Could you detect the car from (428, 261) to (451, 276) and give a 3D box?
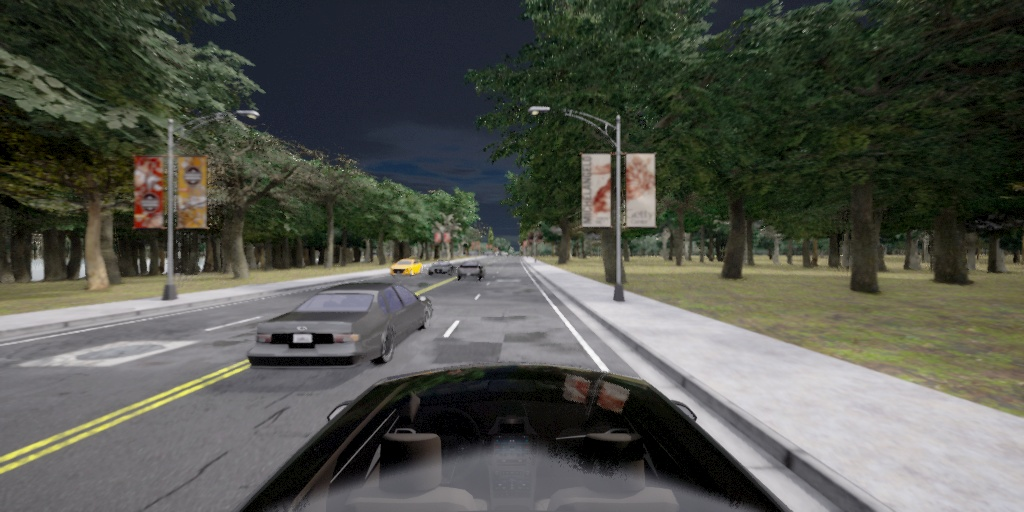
[{"bbox_3d":[-6.500,1.142,33.649,1.994,1.385,4.181,0,0,1],"label":"car"}]

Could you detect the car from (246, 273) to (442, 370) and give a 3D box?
[{"bbox_3d":[-3.156,1.281,7.912,2.033,1.411,5.357,0,0,0],"label":"car"}]

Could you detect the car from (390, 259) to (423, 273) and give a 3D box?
[{"bbox_3d":[-9.752,1.060,33.377,1.882,1.535,5.008,0,0,1],"label":"car"}]

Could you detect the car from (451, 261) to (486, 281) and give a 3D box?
[{"bbox_3d":[-3.132,1.108,28.373,2.128,1.511,4.902,0,0,0],"label":"car"}]
